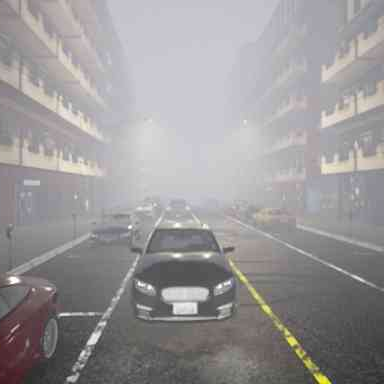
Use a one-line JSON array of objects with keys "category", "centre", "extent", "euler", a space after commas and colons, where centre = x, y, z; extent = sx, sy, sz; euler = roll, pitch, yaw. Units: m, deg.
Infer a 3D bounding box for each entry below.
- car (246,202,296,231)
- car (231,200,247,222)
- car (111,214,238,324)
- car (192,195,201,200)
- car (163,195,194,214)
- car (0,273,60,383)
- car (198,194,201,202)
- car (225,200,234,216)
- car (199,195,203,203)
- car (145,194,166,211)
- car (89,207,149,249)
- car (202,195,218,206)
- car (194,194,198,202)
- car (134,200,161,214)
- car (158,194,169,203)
[{"category": "car", "centre": [4.906, 1.525, 20.522], "extent": [1.752, 1.417, 4.829], "euler": [-1, 0, -3]}, {"category": "car", "centre": [4.631, 1.564, 25.947], "extent": [1.947, 1.339, 4.313], "euler": [-1, 0, -3]}, {"category": "car", "centre": [-0.213, 1.490, 7.468], "extent": [2.128, 1.511, 4.902], "euler": [0, 0, -3]}, {"category": "car", "centre": [1.226, 1.549, 93.085], "extent": [2.008, 1.369, 4.403], "euler": [-1, 0, -3]}, {"category": "car", "centre": [-1.213, 1.349, 29.077], "extent": [2.097, 1.767, 4.553], "euler": [0, 0, -3]}, {"category": "car", "centre": [-2.605, 1.580, 3.172], "extent": [1.802, 1.307, 4.206], "euler": [-1, 0, -3]}, {"category": "car", "centre": [2.636, 1.522, 65.281], "extent": [1.752, 1.417, 4.829], "euler": [-1, 0, -3]}, {"category": "car", "centre": [4.345, 1.438, 31.542], "extent": [1.967, 1.590, 4.097], "euler": [-1, 0, -3]}, {"category": "car", "centre": [2.928, 1.547, 59.517], "extent": [2.008, 1.369, 4.403], "euler": [-1, 0, -3]}, {"category": "car", "centre": [-4.311, 1.309, 36.741], "extent": [2.192, 1.841, 5.009], "euler": [-1, 0, -3]}, {"category": "car", "centre": [-3.172, 1.548, 14.362], "extent": [2.008, 1.369, 4.403], "euler": [-1, 0, -3]}, {"category": "car", "centre": [3.212, 1.563, 53.921], "extent": [1.947, 1.339, 4.313], "euler": [-1, 0, -3]}, {"category": "car", "centre": [2.075, 1.437, 76.301], "extent": [1.967, 1.590, 4.097], "euler": [-1, 0, -3]}, {"category": "car", "centre": [-3.740, 1.546, 25.551], "extent": [2.008, 1.369, 4.403], "euler": [-1, 0, -3]}, {"category": "car", "centre": [-6.013, 1.308, 70.311], "extent": [2.192, 1.841, 5.009], "euler": [-1, 0, -3]}]
